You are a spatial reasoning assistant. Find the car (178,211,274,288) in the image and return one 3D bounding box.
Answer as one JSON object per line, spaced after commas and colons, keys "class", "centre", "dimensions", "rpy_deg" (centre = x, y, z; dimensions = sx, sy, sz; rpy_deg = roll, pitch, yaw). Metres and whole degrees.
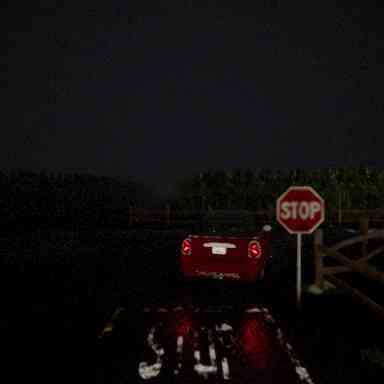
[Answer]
{"class": "car", "centre": [1.174, 1.357, 9.611], "dimensions": [2.097, 1.767, 4.553], "rpy_deg": [0, 0, 15]}
